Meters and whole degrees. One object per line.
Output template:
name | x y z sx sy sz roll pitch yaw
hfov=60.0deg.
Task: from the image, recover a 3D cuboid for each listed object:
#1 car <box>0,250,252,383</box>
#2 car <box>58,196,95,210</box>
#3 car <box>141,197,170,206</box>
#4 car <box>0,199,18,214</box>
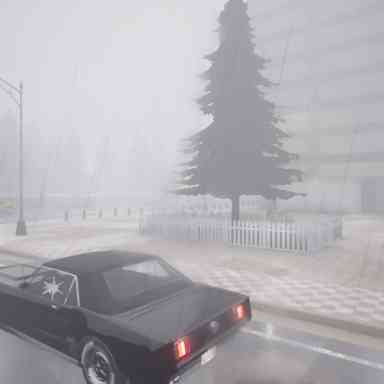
car | -1.606 1.601 5.153 4.718 1.301 1.895 0 0 36
car | -14.600 1.352 42.104 2.097 1.767 4.553 0 0 36
car | -5.830 1.547 54.241 2.033 1.411 5.357 0 0 36
car | -20.495 1.478 33.927 1.882 1.535 5.008 0 0 36
